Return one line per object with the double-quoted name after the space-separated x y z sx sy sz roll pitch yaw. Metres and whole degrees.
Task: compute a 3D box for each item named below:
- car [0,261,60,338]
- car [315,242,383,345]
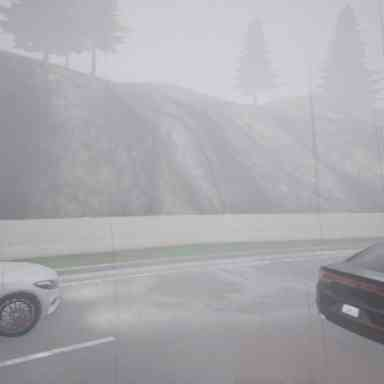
-4.456 1.497 4.913 4.674 1.442 1.812 1 -1 -36 "car"
4.441 1.568 5.832 5.008 1.535 1.882 1 0 -27 "car"
